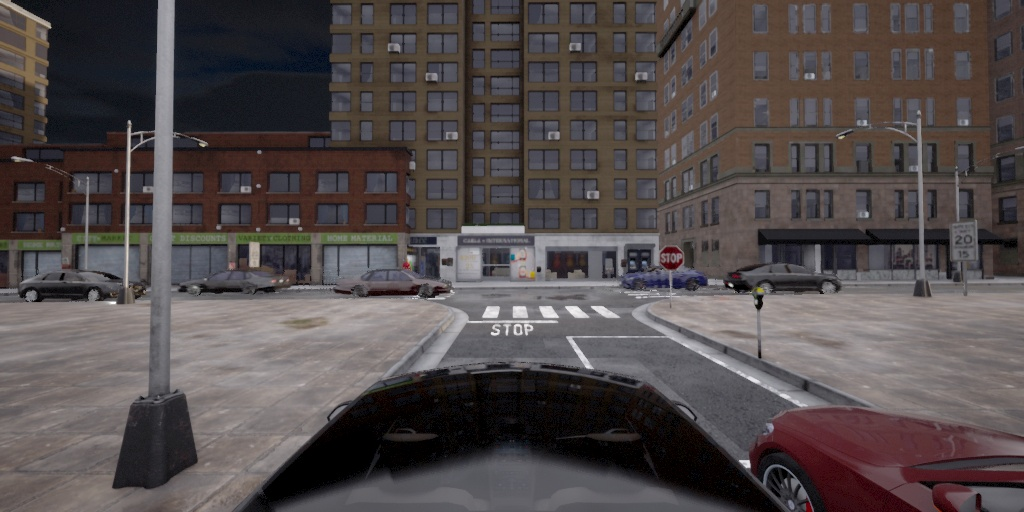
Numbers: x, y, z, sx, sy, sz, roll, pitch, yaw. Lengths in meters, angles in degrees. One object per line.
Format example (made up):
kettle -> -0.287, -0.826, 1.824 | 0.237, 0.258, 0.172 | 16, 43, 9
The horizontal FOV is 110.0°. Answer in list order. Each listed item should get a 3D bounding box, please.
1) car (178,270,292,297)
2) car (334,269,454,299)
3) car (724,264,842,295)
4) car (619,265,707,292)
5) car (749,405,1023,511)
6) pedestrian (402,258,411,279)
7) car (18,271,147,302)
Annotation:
car -> -15.515, 1.489, 20.239 | 5.357, 1.411, 2.033 | -1, -1, 0
car -> -5.582, 1.320, 17.229 | 5.357, 1.411, 2.033 | -1, -1, 0
car -> 12.784, 1.101, 17.042 | 4.892, 1.490, 1.837 | 0, -2, -1
car -> 8.389, 1.220, 20.081 | 4.674, 1.442, 1.812 | -1, -1, 0
car -> 2.638, 1.332, 1.002 | 1.802, 1.307, 4.207 | 0, 0, 0
pedestrian -> -6.780, 1.037, 23.103 | 0.375, 1.860, 0.375 | 0, 0, 0
car -> -20.599, 1.458, 17.321 | 4.892, 1.490, 1.837 | 0, -1, 0
